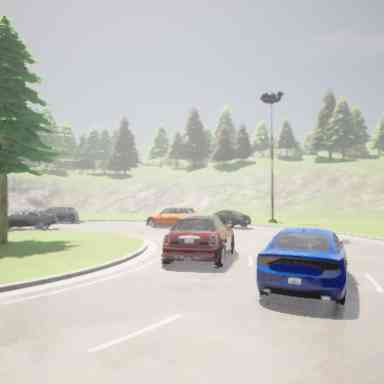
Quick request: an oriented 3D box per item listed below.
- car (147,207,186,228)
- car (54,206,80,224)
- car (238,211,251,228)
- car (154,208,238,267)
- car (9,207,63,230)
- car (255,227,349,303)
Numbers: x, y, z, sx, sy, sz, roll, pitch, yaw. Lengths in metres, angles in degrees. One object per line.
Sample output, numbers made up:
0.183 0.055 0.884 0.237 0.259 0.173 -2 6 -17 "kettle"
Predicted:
-1.558 2.007 26.633 4.553 1.767 2.097 -1 -2 41 "car"
-13.497 2.191 32.627 4.553 1.767 2.097 0 -1 -5 "car"
2.739 2.186 27.402 1.812 1.442 4.674 2 -2 -41 "car"
0.395 1.669 12.887 2.097 1.767 4.553 -1 -1 13 "car"
-13.026 2.162 25.735 4.902 1.511 2.128 0 -2 -8 "car"
3.086 1.690 8.942 1.882 1.535 5.008 0 -1 24 "car"
